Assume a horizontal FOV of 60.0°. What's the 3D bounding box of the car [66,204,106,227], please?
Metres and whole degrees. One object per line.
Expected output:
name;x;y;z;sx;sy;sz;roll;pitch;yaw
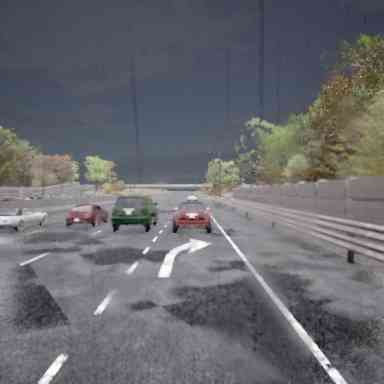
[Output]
car;-6.898;1.510;22.222;1.812;1.442;4.674;0;0;0

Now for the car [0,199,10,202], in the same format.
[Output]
car;-21.078;1.493;35.572;1.837;1.490;4.892;0;0;0

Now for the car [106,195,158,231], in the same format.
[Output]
car;-3.399;1.206;20.511;2.150;2.045;5.566;0;0;0

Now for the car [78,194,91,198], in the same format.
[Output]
car;-24.487;1.208;76.356;1.837;1.490;4.892;0;0;0

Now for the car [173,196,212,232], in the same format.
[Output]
car;0.003;1.336;20.013;2.097;1.767;4.553;0;0;0

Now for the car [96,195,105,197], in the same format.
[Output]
car;-20.987;1.296;75.941;1.994;1.385;4.181;0;0;0

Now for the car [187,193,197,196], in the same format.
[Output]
car;0.046;1.297;82.792;2.150;2.045;5.566;0;0;2

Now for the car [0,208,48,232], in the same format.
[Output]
car;-10.394;1.586;19.785;1.895;1.301;4.718;0;0;0
